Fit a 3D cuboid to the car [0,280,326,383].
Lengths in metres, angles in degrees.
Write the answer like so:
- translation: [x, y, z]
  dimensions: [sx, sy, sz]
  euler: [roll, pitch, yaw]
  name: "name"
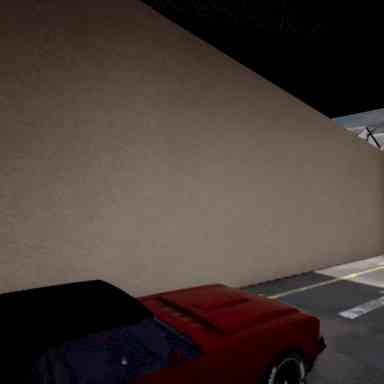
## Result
- translation: [-0.814, 1.602, 3.206]
  dimensions: [4.718, 1.301, 1.895]
  euler: [0, 0, -35]
  name: "car"
